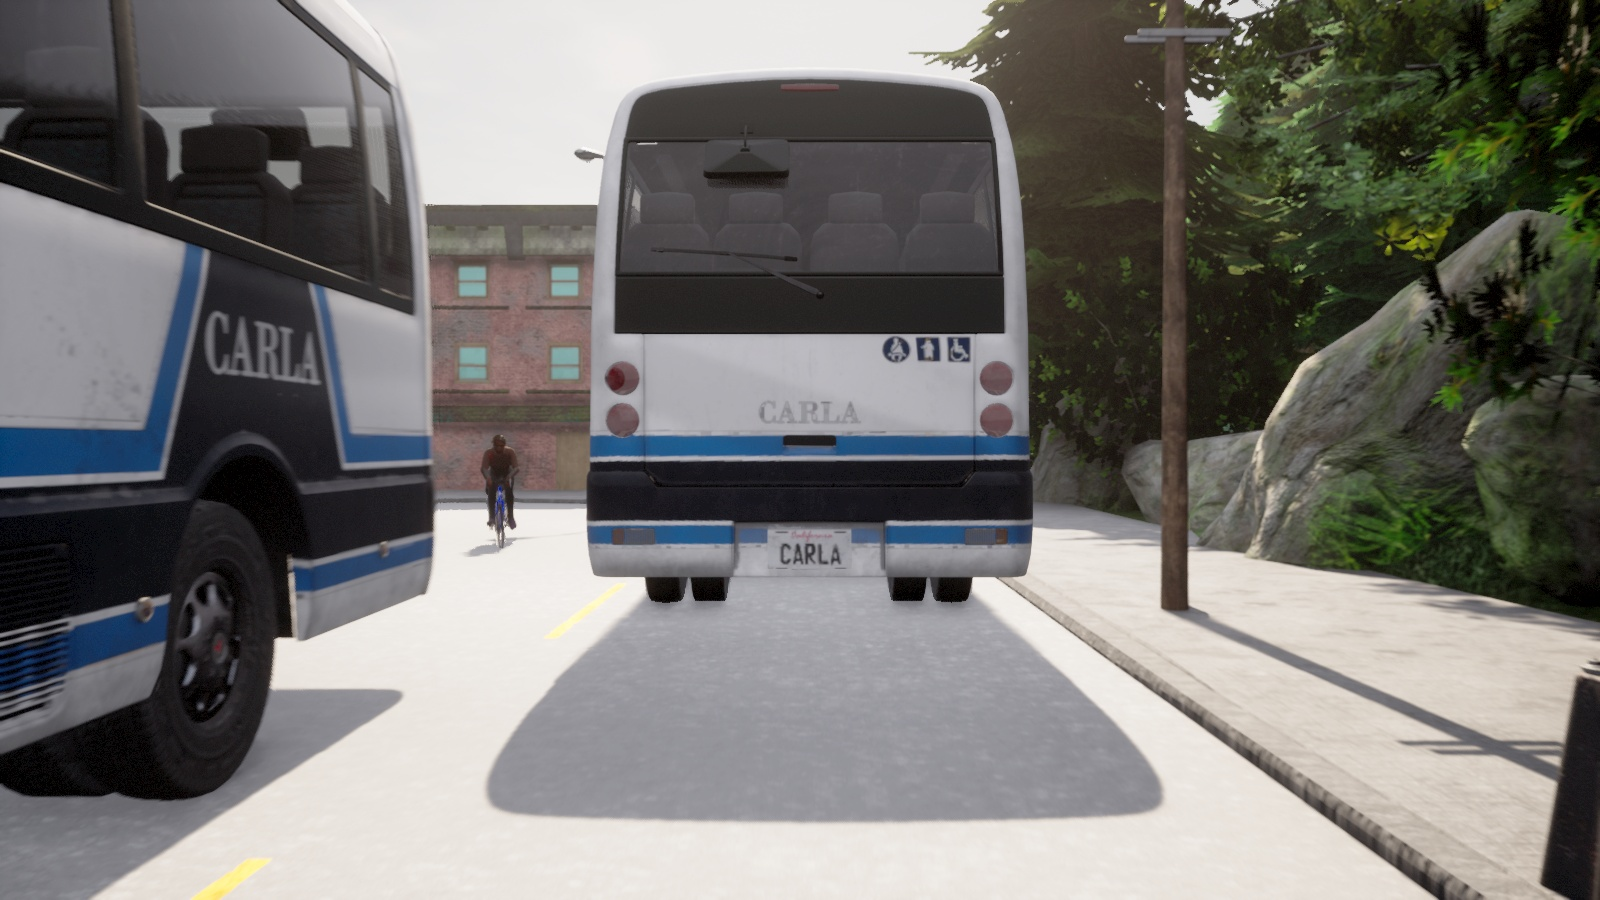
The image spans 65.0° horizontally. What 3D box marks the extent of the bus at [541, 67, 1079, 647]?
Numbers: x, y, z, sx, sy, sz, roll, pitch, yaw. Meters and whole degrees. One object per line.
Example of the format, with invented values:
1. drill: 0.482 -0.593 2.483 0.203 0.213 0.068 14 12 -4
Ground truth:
1. bus: 0.089 -0.710 14.349 3.944 4.253 10.273 0 0 0

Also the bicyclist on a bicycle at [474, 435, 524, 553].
1. bicyclist on a bicycle: -4.317 0.595 18.079 0.582 1.620 1.656 -1 1 -11

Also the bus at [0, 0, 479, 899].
1. bus: -3.971 -0.648 2.572 3.944 4.253 10.273 0 0 0
